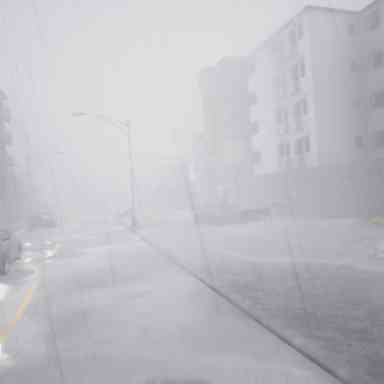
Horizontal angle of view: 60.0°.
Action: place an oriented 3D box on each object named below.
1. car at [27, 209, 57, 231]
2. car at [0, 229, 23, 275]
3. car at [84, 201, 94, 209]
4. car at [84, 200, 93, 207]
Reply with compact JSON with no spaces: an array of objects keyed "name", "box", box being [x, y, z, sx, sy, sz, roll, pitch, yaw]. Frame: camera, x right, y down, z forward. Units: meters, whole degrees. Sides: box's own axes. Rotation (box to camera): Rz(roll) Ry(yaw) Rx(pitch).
[{"name":"car","box":[-12.458,2.262,27.865,1.837,1.490,4.892,-4,0,-18]},{"name":"car","box":[-7.208,2.006,11.442,1.994,1.385,4.181,-4,0,-18]},{"name":"car","box":[-22.676,2.842,73.170,1.882,1.535,5.008,-4,0,-18]},{"name":"car","box":[-25.843,2.962,83.052,1.882,1.535,5.008,-4,0,-18]}]
